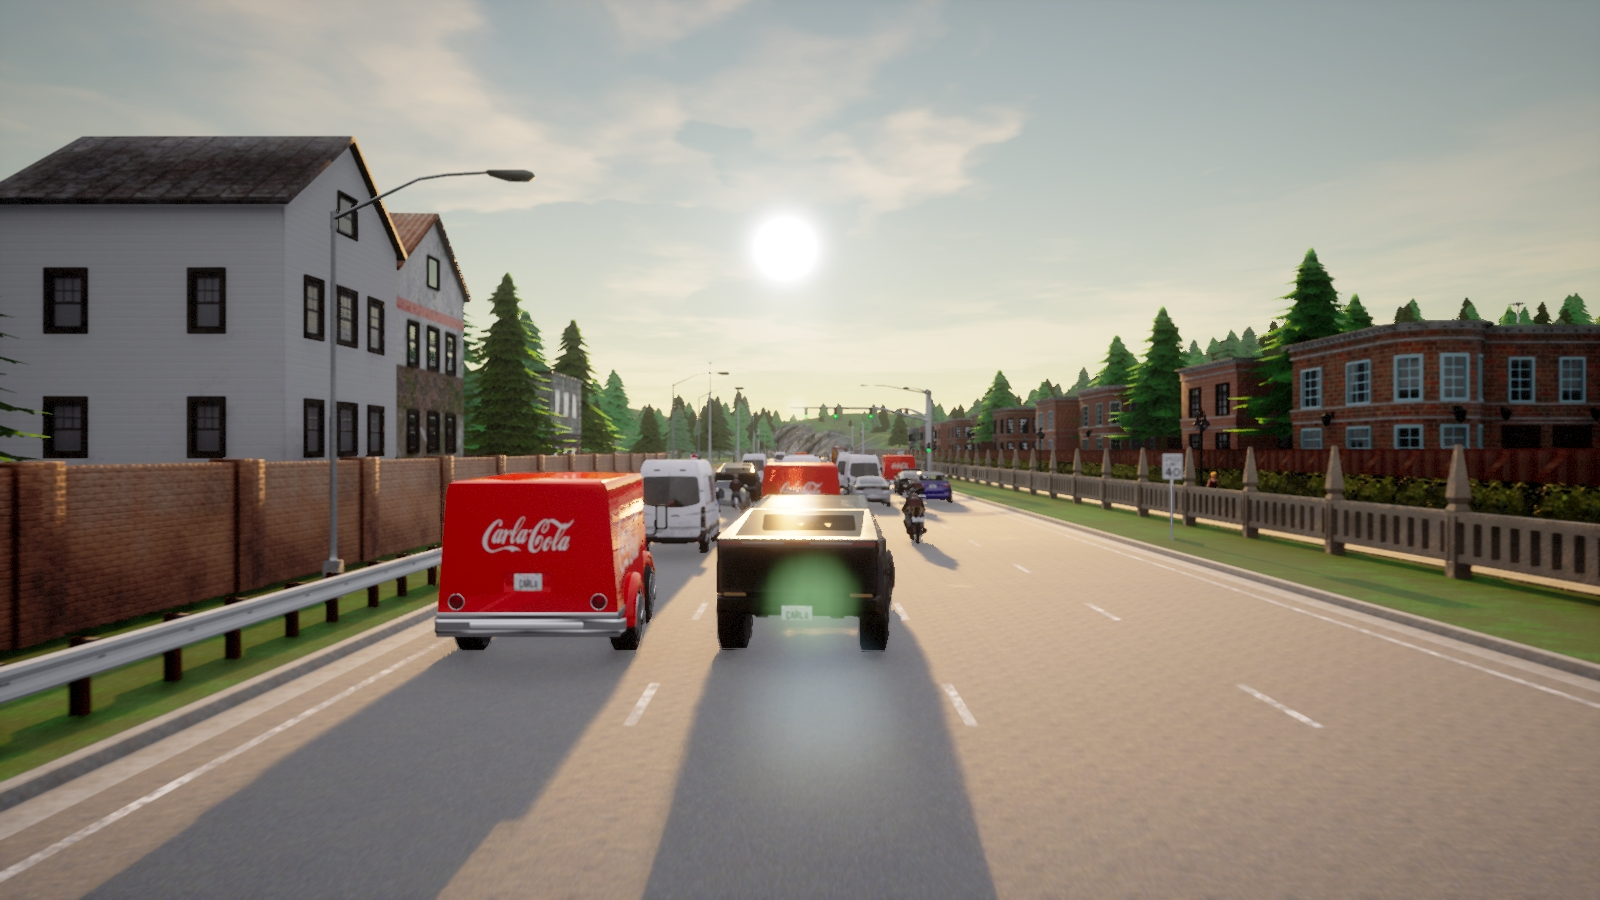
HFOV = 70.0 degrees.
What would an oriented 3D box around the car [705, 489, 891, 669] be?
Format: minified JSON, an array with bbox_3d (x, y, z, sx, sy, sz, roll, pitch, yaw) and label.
[{"bbox_3d":[0.216,1.761,17.875,2.390,2.098,6.274,0,0,5],"label":"car"}]

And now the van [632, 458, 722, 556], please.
[{"bbox_3d":[-3.475,1.548,33.373,1.988,2.561,5.915,0,0,0],"label":"van"}]

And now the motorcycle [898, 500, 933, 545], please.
[{"bbox_3d":[3.539,2.220,35.270,0.867,1.251,2.209,0,0,0],"label":"motorcycle"}]

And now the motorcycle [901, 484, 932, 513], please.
[{"bbox_3d":[5.342,2.227,52.554,0.867,1.251,2.209,0,0,-10],"label":"motorcycle"}]

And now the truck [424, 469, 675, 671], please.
[{"bbox_3d":[-3.485,1.578,17.174,2.627,2.467,5.204,0,0,0],"label":"truck"}]

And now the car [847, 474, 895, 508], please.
[{"bbox_3d":[3.554,2.058,58.204,2.097,1.535,5.006,0,0,0],"label":"car"}]

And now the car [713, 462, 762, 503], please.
[{"bbox_3d":[-3.442,1.780,63.784,2.390,2.098,6.274,0,0,0],"label":"car"}]

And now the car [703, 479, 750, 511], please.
[{"bbox_3d":[-3.504,2.142,55.227,1.994,1.385,4.181,0,0,0],"label":"car"}]

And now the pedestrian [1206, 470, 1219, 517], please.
[{"bbox_3d":[16.441,1.720,45.522,0.375,1.860,0.375,0,0,0],"label":"pedestrian"}]

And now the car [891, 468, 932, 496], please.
[{"bbox_3d":[7.066,2.012,72.728,2.097,1.638,5.238,0,0,0],"label":"car"}]

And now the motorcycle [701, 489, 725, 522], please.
[{"bbox_3d":[-3.460,2.205,45.635,0.803,1.199,2.033,0,0,0],"label":"motorcycle"}]

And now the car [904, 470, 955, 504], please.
[{"bbox_3d":[7.055,1.993,62.658,2.242,1.667,4.611,0,0,0],"label":"car"}]

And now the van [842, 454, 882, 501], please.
[{"bbox_3d":[3.593,1.563,67.060,1.988,2.561,5.915,0,0,0],"label":"van"}]

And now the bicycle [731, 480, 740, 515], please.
[{"bbox_3d":[-2.831,2.081,50.130,0.329,1.471,1.835,0,0,-5],"label":"bicycle"}]

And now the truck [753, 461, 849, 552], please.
[{"bbox_3d":[0.029,1.585,34.091,2.627,2.467,5.204,0,0,0],"label":"truck"}]
